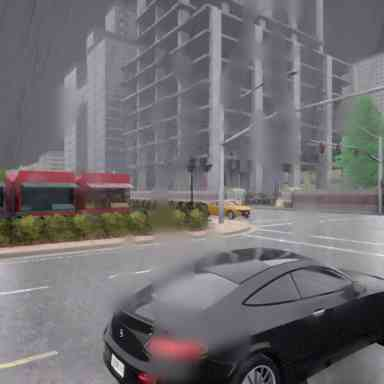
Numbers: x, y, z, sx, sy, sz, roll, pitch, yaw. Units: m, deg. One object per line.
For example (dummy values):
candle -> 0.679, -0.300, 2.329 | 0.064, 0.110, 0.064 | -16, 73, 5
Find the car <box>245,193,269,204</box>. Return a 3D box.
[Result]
car -> 10.840, 1.114, 57.680 | 1.905, 1.878, 3.866 | 0, 0, -36

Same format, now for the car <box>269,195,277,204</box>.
car -> 13.228, 1.114, 59.396 | 1.905, 1.878, 3.866 | 0, 0, -36

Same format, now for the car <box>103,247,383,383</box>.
car -> 1.147, 1.526, 4.605 | 4.674, 1.442, 1.812 | 0, 0, -35

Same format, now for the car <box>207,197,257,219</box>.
car -> 2.859, 1.422, 28.401 | 1.882, 1.535, 5.008 | 0, 0, -36
